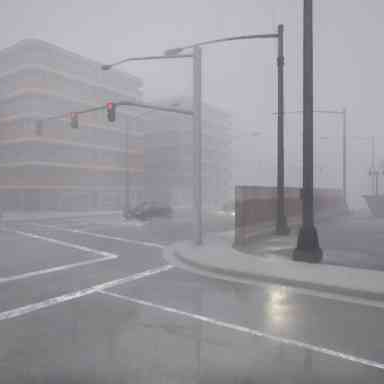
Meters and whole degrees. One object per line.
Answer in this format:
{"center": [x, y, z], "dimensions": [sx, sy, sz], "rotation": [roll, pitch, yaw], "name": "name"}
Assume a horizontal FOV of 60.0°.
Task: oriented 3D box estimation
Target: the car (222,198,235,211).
{"center": [5.372, 1.503, 40.042], "dimensions": [1.837, 1.490, 4.892], "rotation": [0, 0, 34], "name": "car"}

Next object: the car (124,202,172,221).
{"center": [-3.472, 1.526, 27.206], "dimensions": [1.812, 1.442, 4.674], "rotation": [0, 0, 35], "name": "car"}
